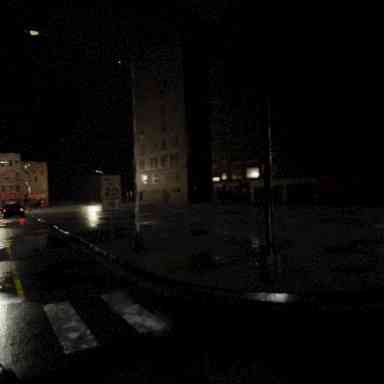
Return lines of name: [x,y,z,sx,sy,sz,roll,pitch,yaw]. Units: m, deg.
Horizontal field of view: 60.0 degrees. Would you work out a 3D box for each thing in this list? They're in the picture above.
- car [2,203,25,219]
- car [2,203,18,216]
car: [-20.798,2.110,38.746,2.097,1.767,4.553,-2,0,-30]
car: [-25.950,2.433,47.373,1.882,1.535,5.008,-2,0,-31]
